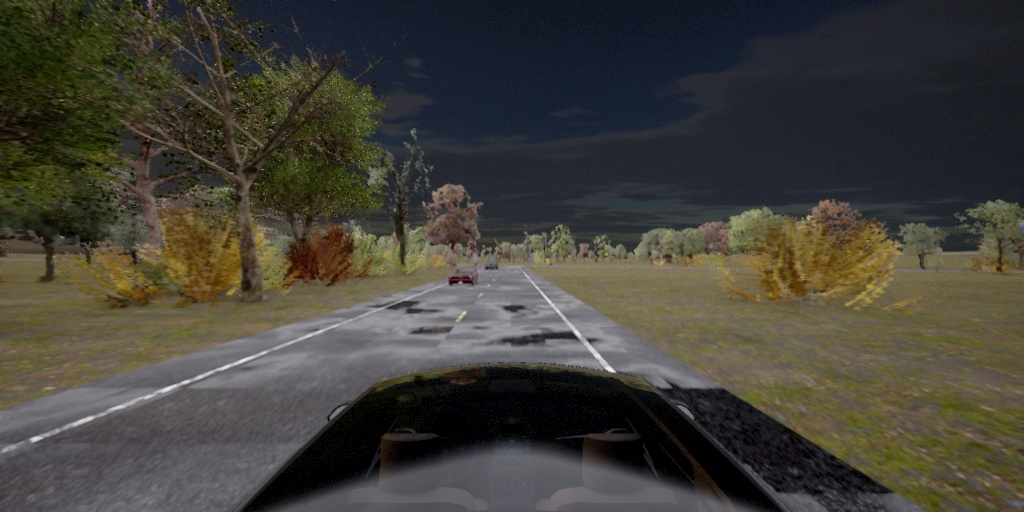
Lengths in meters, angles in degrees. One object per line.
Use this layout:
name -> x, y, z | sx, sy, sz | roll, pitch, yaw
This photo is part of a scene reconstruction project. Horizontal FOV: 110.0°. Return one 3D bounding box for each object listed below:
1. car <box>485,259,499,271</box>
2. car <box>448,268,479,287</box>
car -> -3.510, 1.497, 62.791 | 2.150, 2.045, 5.566 | 0, 0, 0
car -> -3.597, 1.580, 27.230 | 1.895, 1.301, 4.718 | 0, -1, 0
